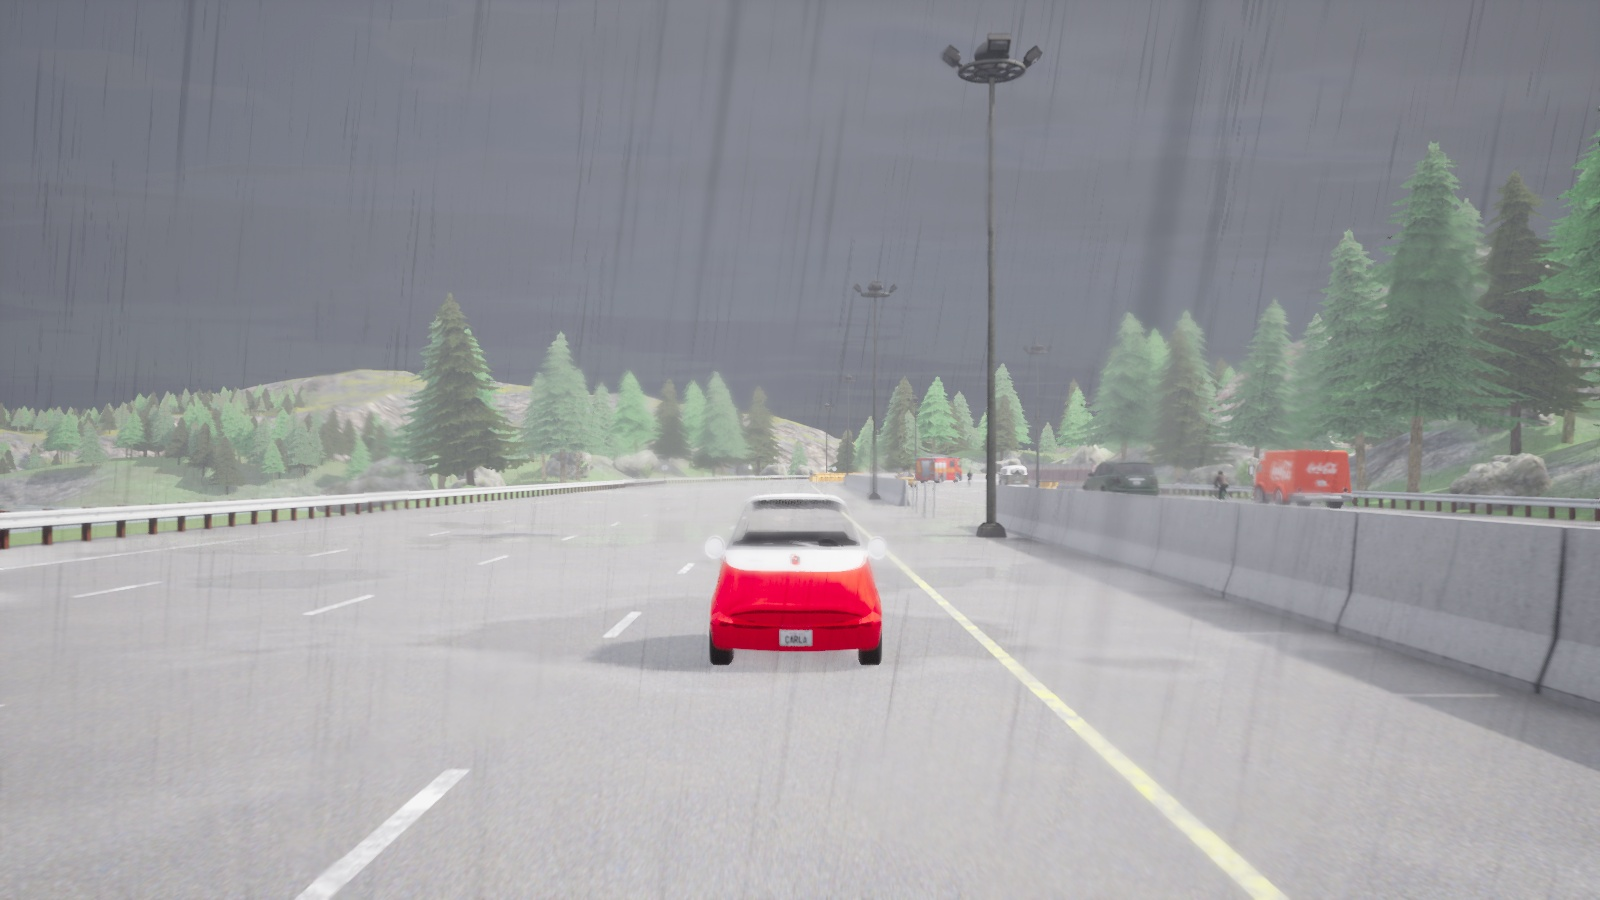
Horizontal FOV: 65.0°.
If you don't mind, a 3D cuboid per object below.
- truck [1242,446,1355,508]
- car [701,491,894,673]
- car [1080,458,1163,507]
[{"bbox_3d":[20.874,1.125,52.874,2.627,2.467,5.204,0,-1,0],"label":"truck"},{"bbox_3d":[-0.024,1.050,10.796,1.481,1.376,2.207,0,-1,0],"label":"car"},{"bbox_3d":[13.871,1.390,54.509,2.150,2.045,5.566,0,-1,0],"label":"car"}]
